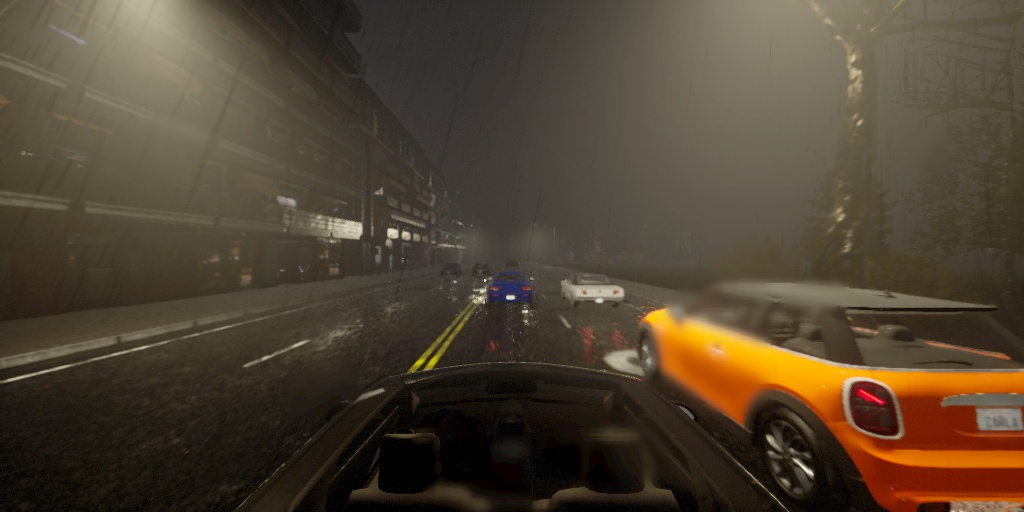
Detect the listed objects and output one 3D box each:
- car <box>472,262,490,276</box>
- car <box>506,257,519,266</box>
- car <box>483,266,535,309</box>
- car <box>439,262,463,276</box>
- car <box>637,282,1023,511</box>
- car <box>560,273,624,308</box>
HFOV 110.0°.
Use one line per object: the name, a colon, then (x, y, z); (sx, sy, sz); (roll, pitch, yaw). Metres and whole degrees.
car: (-3.233, 1.398, 38.894); (2.128, 1.511, 4.902); (0, 0, 0)
car: (0.075, 1.169, 63.543); (2.150, 2.045, 5.566); (0, 0, 0)
car: (-0.039, 1.319, 15.117); (1.812, 1.442, 4.674); (0, 0, 0)
car: (-6.483, 1.431, 38.896); (1.812, 1.442, 4.674); (0, 0, 0)
car: (3.252, 1.111, 4.514); (2.097, 1.767, 4.553); (0, 0, 0)
car: (3.257, 1.396, 15.574); (1.895, 1.301, 4.718); (0, 0, 0)
